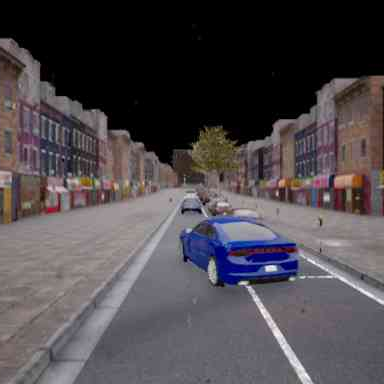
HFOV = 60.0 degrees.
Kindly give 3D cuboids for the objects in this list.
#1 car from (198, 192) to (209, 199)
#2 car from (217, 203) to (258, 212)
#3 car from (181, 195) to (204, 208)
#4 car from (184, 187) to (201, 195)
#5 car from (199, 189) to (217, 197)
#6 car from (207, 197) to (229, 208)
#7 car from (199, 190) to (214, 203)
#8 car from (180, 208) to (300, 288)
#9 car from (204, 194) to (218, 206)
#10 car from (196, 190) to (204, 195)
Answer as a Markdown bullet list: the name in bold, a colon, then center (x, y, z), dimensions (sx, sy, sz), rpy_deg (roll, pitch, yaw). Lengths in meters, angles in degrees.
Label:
- **car**: center (2.325, 0.682, 66.911), dimensions (1.947, 1.339, 4.313), rpy_deg (2, 1, 0)
- **car**: center (2.564, 1.472, 16.883), dimensions (1.887, 1.381, 4.507), rpy_deg (1, 0, 0)
- **car**: center (-0.073, 1.323, 33.604), dimensions (1.994, 1.385, 4.181), rpy_deg (0, 1, 0)
- **car**: center (-0.172, 0.636, 53.343), dimensions (2.150, 2.045, 5.566), rpy_deg (0, 1, 0)
- **car**: center (2.438, 0.902, 44.677), dimensions (2.192, 1.841, 5.009), rpy_deg (1, 1, 0)
- **car**: center (2.510, 1.409, 28.003), dimensions (1.802, 1.307, 4.206), rpy_deg (1, 1, 0)
- **car**: center (2.385, 0.682, 55.795), dimensions (2.192, 1.841, 5.009), rpy_deg (2, 1, 0)
- **car**: center (0.998, 1.447, 9.382), dimensions (1.882, 1.535, 5.008), rpy_deg (0, 0, -16)
- **car**: center (2.485, 1.282, 33.732), dimensions (1.752, 1.417, 4.829), rpy_deg (1, 1, 0)
- **car**: center (2.216, 0.111, 89.133), dimensions (1.947, 1.339, 4.313), rpy_deg (2, 2, 0)
